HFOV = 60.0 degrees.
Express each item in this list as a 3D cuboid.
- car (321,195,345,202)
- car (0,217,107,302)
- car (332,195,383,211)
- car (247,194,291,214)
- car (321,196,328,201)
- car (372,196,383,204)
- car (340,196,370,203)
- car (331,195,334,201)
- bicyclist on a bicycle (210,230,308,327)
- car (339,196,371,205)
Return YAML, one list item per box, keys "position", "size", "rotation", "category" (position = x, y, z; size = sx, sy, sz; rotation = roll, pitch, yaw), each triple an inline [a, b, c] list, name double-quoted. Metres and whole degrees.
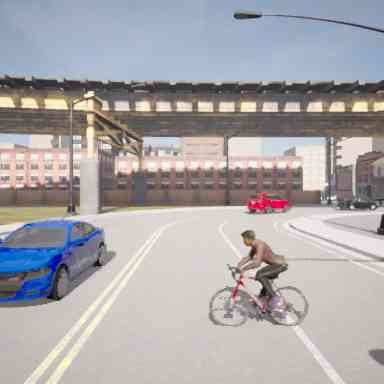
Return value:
- position: [33.304, 1.452, 78.905]
  size: [2.038, 1.542, 4.974]
  rotation: [0, 0, -34]
  category: "car"
- position: [-3.625, 1.477, 8.554]
  size: [1.882, 1.535, 5.008]
  rotation: [0, 0, 0]
  category: "car"
- position: [20.201, 1.491, 40.573]
  size: [4.902, 1.511, 2.128]
  rotation: [0, 0, -11]
  category: "car"
- position: [8.174, 1.219, 35.103]
  size: [5.566, 2.045, 2.150]
  rotation: [0, 0, -41]
  category: "car"
- position: [29.261, 1.295, 78.105]
  size: [4.536, 1.218, 1.853]
  rotation: [0, 0, -39]
  category: "car"
- position: [32.039, 1.295, 57.175]
  size: [1.853, 1.218, 4.536]
  rotation: [0, 0, 31]
  category: "car"
- position: [28.935, 1.295, 59.322]
  size: [1.853, 1.218, 4.536]
  rotation: [0, 0, -29]
  category: "car"
- position: [33.333, 1.295, 78.862]
  size: [1.853, 1.218, 4.536]
  rotation: [0, 0, -34]
  category: "car"
- position: [1.107, 1.452, 5.536]
  size: [1.656, 1.620, 0.582]
  rotation: [-1, 0, 0]
  category: "bicyclist on a bicycle"
- position: [28.961, 1.452, 59.277]
  size: [2.038, 1.542, 4.974]
  rotation: [0, 0, -29]
  category: "car"
